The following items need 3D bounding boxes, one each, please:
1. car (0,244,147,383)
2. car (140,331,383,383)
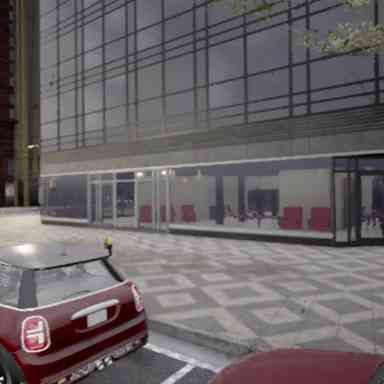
[{"bbox_3d":[-2.678,1.511,4.988,4.097,1.590,1.967,-1,0,35],"label":"car"},{"bbox_3d":[1.915,1.572,1.712,4.206,1.307,1.802,-1,0,35],"label":"car"}]
